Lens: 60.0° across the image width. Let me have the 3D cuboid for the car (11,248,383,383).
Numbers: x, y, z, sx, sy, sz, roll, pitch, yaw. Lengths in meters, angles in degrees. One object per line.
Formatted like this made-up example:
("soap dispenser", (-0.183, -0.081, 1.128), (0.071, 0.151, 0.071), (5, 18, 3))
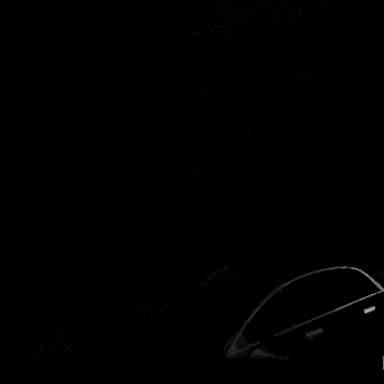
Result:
("car", (0.677, 1.504, 3.789), (4.892, 1.490, 1.837), (0, 0, -35))
